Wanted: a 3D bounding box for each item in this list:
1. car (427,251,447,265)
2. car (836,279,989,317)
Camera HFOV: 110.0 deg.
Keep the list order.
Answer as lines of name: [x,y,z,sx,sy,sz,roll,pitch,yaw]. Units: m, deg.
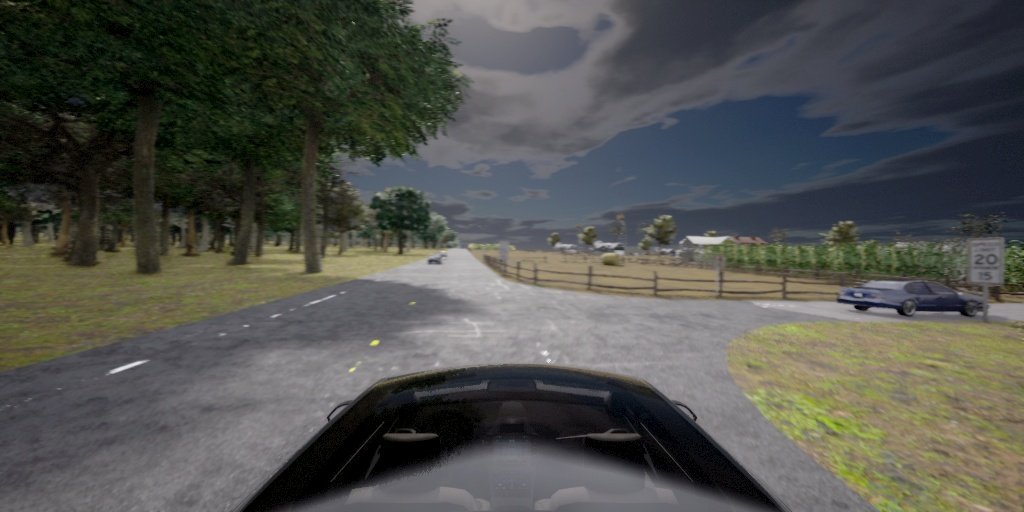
car: [-10.650,0.394,49.787,2.033,1.411,5.357,2,1,-7]
car: [16.393,1.673,14.795,5.357,1.411,2.033,2,-1,-8]
